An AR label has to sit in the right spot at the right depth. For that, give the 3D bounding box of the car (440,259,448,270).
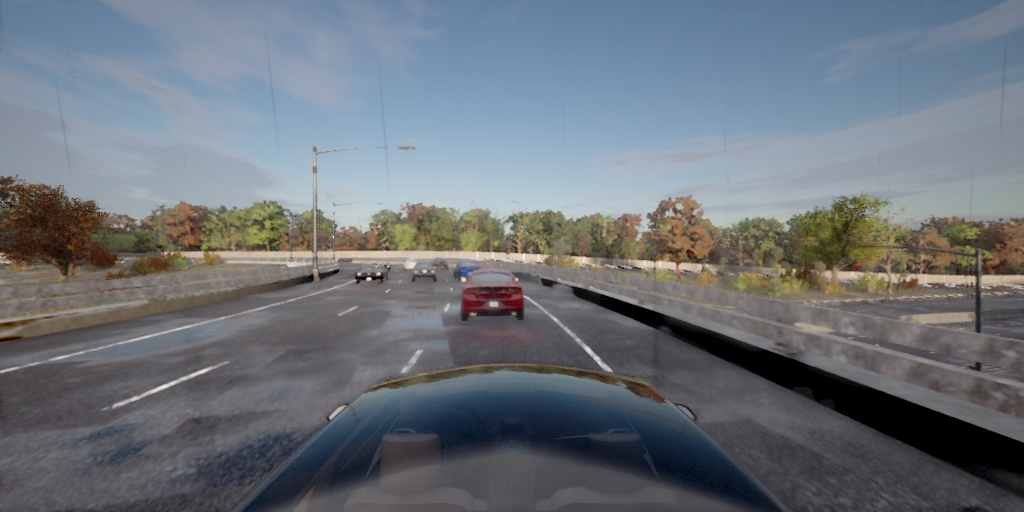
[{"bbox_3d":[-9.575,1.094,46.504,1.837,1.490,4.892,0,1,-23],"label":"car"}]

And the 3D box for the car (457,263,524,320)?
[{"bbox_3d":[-0.740,1.184,12.450,1.882,1.535,5.008,0,0,-6],"label":"car"}]

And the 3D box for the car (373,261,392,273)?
[{"bbox_3d":[-15.355,1.227,42.300,1.895,1.301,4.718,0,0,-22],"label":"car"}]

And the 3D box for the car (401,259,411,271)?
[{"bbox_3d":[-12.580,1.132,44.639,1.812,1.442,4.674,0,0,-23],"label":"car"}]

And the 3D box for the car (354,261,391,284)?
[{"bbox_3d":[-10.275,1.278,26.587,1.895,1.301,4.718,0,0,-14],"label":"car"}]

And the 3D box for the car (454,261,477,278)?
[{"bbox_3d":[-3.632,1.121,29.179,1.882,1.535,5.008,0,0,-14],"label":"car"}]

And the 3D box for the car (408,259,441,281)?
[{"bbox_3d":[-7.088,1.204,28.866,2.033,1.411,5.357,0,0,-15],"label":"car"}]
